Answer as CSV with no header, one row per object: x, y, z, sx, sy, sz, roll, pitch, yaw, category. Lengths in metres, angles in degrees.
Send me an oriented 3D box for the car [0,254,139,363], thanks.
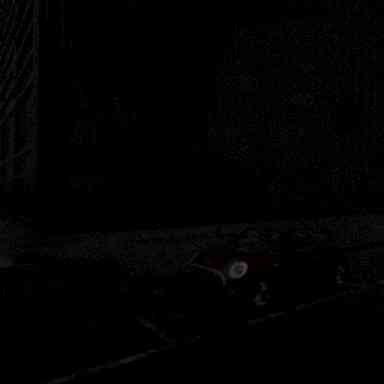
-2.780,1.585,4.550,4.206,1.307,1.802,1,0,-36,car

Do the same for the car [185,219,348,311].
1.813,1.497,7.826,4.097,1.590,1.967,1,0,-36,car
